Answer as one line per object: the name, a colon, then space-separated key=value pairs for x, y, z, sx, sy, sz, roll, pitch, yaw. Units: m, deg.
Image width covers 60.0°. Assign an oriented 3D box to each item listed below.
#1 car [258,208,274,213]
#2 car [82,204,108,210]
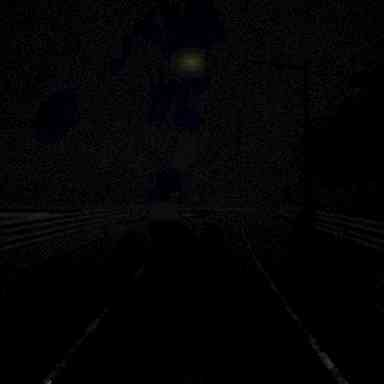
car: x=17.825 y=4.395 z=79.774 sx=1.895 sy=1.301 sz=4.718 roll=-3 pitch=-4 yaw=40
car: x=-15.628 y=2.679 z=54.987 sx=4.902 sy=1.511 sz=2.128 roll=2 pitch=-4 yaw=-26
